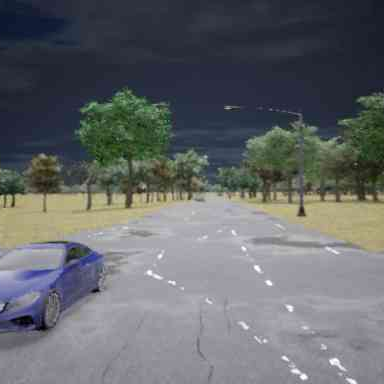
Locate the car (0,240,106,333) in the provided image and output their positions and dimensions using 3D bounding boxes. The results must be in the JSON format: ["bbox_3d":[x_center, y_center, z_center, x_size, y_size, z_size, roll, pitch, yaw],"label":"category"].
[{"bbox_3d":[-3.260,1.844,7.344,1.812,1.442,4.674,-2,-4,2],"label":"car"}]

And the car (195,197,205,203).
[{"bbox_3d":[1.940,1.899,80.989,2.033,1.411,5.357,0,0,11],"label":"car"}]
